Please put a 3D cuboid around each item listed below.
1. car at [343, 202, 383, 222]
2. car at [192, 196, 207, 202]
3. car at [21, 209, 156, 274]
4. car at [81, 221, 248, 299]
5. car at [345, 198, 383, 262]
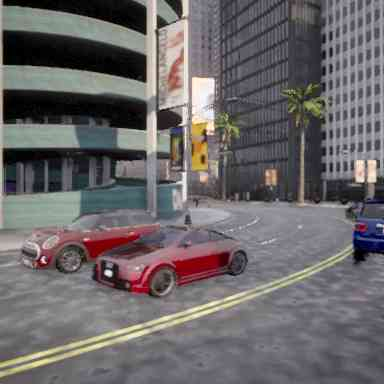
[{"bbox_3d":[14.302,1.632,28.018,1.994,1.385,4.181,0,0,12],"label":"car"},{"bbox_3d":[1.746,1.744,82.172,2.231,1.521,4.892,0,0,-31],"label":"car"},{"bbox_3d":[-3.041,1.395,10.955,4.553,1.767,2.097,0,0,-44],"label":"car"},{"bbox_3d":[-0.395,1.594,8.679,4.181,1.385,1.994,0,0,-44],"label":"car"},{"bbox_3d":[7.190,1.244,11.571,2.150,2.045,5.566,0,-1,37],"label":"car"}]
